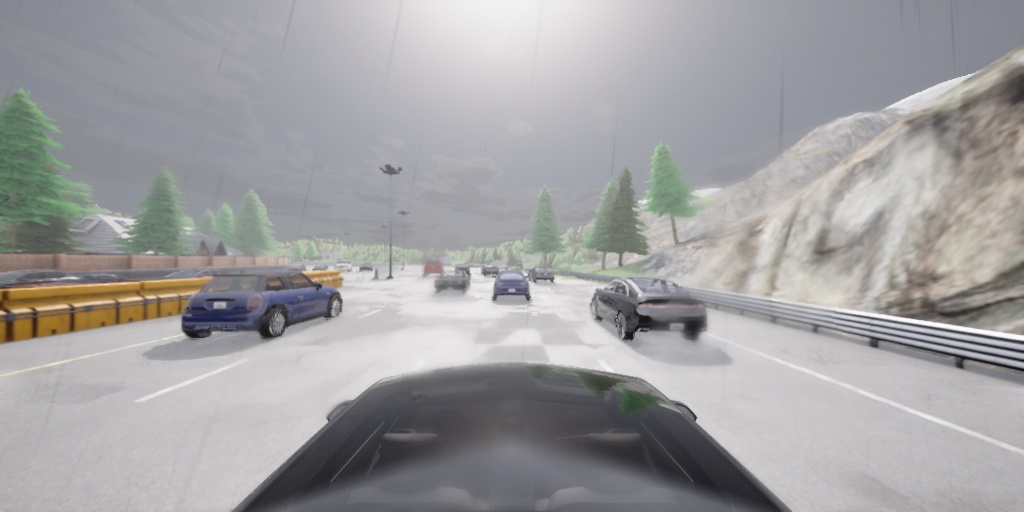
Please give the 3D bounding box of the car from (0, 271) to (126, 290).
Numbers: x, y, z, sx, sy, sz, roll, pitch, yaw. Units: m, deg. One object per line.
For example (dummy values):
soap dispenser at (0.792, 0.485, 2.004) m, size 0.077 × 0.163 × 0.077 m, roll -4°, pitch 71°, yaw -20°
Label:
car at (-21.218, 1.553, 17.778) m, size 1.895 × 1.301 × 4.718 m, roll 0°, pitch -1°, yaw -1°

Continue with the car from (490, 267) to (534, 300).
car at (-0.069, 1.490, 19.270) m, size 1.812 × 1.442 × 4.674 m, roll 0°, pitch -1°, yaw -2°

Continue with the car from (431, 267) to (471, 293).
car at (-3.695, 1.612, 23.016) m, size 1.895 × 1.301 × 4.718 m, roll 0°, pitch -1°, yaw -3°

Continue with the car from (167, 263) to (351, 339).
car at (-6.926, 1.212, 10.624) m, size 2.097 × 1.767 × 4.553 m, roll 0°, pitch -1°, yaw 0°

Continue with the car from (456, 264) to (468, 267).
car at (-6.340, 1.790, 45.329) m, size 1.837 × 1.490 × 4.892 m, roll 1°, pitch 0°, yaw -11°

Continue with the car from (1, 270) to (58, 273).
car at (-24.747, 1.462, 18.142) m, size 1.837 × 1.490 × 4.892 m, roll 0°, pitch -1°, yaw -2°

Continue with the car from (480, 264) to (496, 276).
car at (-2.967, 1.787, 46.292) m, size 2.128 × 1.511 × 4.902 m, roll 0°, pitch -1°, yaw -11°

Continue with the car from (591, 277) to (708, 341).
car at (3.582, 1.345, 10.210) m, size 2.128 × 1.511 × 4.902 m, roll 0°, pitch -1°, yaw 0°

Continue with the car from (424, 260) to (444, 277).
car at (-9.620, 1.492, 44.055) m, size 2.150 × 2.045 × 5.566 m, roll 0°, pitch -1°, yaw -10°

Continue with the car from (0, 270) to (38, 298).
car at (-28.212, 1.504, 17.915) m, size 2.033 × 1.411 × 5.357 m, roll 0°, pitch -1°, yaw -1°

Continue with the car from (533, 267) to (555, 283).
car at (2.557, 1.676, 32.795) m, size 2.033 × 1.411 × 5.357 m, roll 0°, pitch -1°, yaw -6°

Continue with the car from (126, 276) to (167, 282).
car at (-17.812, 1.470, 20.050) m, size 2.128 × 1.511 × 4.902 m, roll 0°, pitch -1°, yaw -2°
